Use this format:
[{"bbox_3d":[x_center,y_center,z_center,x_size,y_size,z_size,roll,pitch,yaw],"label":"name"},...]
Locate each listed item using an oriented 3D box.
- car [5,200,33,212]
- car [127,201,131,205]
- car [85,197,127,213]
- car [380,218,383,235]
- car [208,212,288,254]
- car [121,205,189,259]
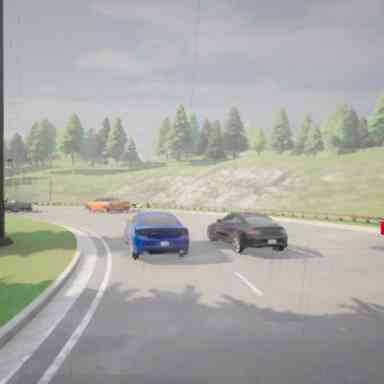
[{"bbox_3d":[-20.574,1.568,38.564,4.181,1.385,1.994,0,0,24],"label":"car"},{"bbox_3d":[-9.766,1.478,40.921,5.008,1.535,1.882,0,-1,33],"label":"car"},{"bbox_3d":[-9.759,1.353,36.574,4.553,1.767,2.097,0,0,37],"label":"car"},{"bbox_3d":[9.697,1.217,12.298,2.150,2.045,5.566,1,0,-11],"label":"car"},{"bbox_3d":[2.113,1.524,13.568,1.812,1.442,4.674,1,0,-16],"label":"car"},{"bbox_3d":[-1.518,1.477,12.836,1.882,1.535,5.008,1,0,-16],"label":"car"}]
